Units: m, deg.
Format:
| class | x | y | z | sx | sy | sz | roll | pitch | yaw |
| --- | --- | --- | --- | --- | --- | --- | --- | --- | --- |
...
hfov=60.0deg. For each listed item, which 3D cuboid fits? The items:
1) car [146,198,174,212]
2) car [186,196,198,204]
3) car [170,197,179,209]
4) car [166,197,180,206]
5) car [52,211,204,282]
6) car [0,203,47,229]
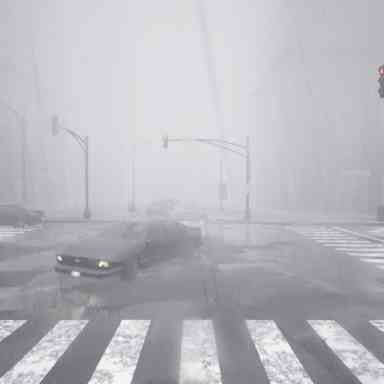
| class | x | y | z | sx | sy | sz | roll | pitch | yaw |
| --- | --- | --- | --- | --- | --- | --- | --- | --- | --- |
| car | -3.123 | 1.541 | 31.334 | 2.033 | 1.411 | 5.357 | 0 | 0 | 0 |
| car | -0.021 | 1.515 | 62.664 | 1.812 | 1.442 | 4.674 | 0 | 0 | 0 |
| car | -3.129 | 1.539 | 41.503 | 2.033 | 1.411 | 5.357 | 0 | 0 | 0 |
| car | -3.111 | 1.554 | 54.183 | 1.994 | 1.385 | 4.181 | 0 | 0 | 0 |
| car | -1.499 | 1.540 | 10.193 | 2.033 | 1.411 | 5.357 | 0 | 0 | 28 |
| car | -11.047 | 1.372 | 19.588 | 4.674 | 1.442 | 1.812 | 0 | 1 | 0 |
